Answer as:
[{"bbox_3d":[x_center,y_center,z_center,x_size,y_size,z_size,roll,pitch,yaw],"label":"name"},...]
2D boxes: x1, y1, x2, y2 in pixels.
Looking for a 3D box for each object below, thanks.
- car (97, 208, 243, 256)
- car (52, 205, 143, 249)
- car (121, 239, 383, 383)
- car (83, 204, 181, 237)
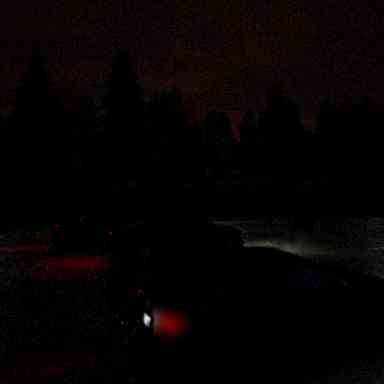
[{"bbox_3d":[-0.566,1.472,11.752,5.008,1.535,1.882,0,0,-23],"label":"car"},{"bbox_3d":[-3.383,1.493,14.369,4.892,1.490,1.837,0,0,-23],"label":"car"},{"bbox_3d":[1.277,1.564,4.936,4.181,1.385,1.994,0,0,-23],"label":"car"},{"bbox_3d":[-3.264,1.465,18.215,5.008,1.535,1.882,0,0,-23],"label":"car"}]
